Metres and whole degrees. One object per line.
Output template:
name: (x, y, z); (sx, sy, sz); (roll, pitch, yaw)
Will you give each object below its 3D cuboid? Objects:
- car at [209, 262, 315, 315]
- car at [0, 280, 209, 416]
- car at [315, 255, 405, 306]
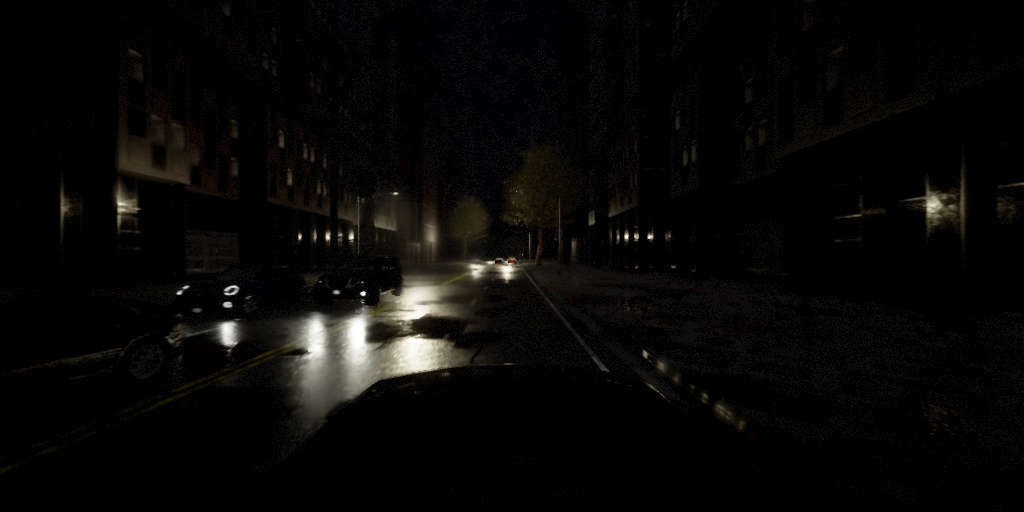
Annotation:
car: (-9.803, 1.100, 13.429); (2.097, 1.767, 4.553); (0, 0, 1)
car: (-6.591, 1.253, 4.208); (1.837, 1.490, 4.892); (0, 0, 0)
car: (-6.529, 0.966, 16.114); (2.150, 2.045, 5.566); (0, 1, 0)
